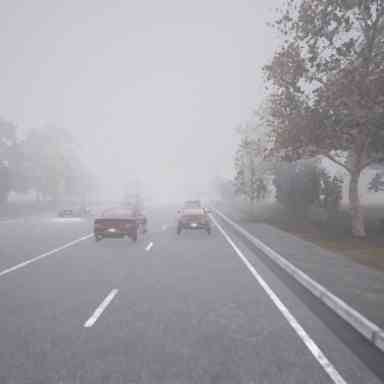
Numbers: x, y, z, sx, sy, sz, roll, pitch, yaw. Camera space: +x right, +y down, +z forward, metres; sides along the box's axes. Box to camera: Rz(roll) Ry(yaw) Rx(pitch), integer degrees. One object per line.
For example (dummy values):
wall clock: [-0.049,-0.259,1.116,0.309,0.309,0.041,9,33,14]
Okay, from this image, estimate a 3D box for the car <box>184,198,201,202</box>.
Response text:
car: [0.096,1.491,40.672,2.128,1.511,4.902,0,0,0]

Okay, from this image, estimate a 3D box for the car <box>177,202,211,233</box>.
car: [0.100,1.525,19.569,1.812,1.442,4.674,0,0,0]

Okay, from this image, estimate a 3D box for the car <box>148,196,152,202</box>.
car: [-9.937,1.566,71.066,1.895,1.301,4.718,0,0,2]

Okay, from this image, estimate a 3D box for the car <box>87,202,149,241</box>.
car: [-3.414,1.477,16.673,1.882,1.535,5.008,0,0,0]

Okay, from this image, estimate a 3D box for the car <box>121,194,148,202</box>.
car: [-7.095,1.218,39.820,2.150,2.045,5.566,0,0,0]

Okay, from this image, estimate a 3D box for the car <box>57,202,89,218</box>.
car: [-10.600,1.563,30.290,1.994,1.385,4.181,0,0,0]
